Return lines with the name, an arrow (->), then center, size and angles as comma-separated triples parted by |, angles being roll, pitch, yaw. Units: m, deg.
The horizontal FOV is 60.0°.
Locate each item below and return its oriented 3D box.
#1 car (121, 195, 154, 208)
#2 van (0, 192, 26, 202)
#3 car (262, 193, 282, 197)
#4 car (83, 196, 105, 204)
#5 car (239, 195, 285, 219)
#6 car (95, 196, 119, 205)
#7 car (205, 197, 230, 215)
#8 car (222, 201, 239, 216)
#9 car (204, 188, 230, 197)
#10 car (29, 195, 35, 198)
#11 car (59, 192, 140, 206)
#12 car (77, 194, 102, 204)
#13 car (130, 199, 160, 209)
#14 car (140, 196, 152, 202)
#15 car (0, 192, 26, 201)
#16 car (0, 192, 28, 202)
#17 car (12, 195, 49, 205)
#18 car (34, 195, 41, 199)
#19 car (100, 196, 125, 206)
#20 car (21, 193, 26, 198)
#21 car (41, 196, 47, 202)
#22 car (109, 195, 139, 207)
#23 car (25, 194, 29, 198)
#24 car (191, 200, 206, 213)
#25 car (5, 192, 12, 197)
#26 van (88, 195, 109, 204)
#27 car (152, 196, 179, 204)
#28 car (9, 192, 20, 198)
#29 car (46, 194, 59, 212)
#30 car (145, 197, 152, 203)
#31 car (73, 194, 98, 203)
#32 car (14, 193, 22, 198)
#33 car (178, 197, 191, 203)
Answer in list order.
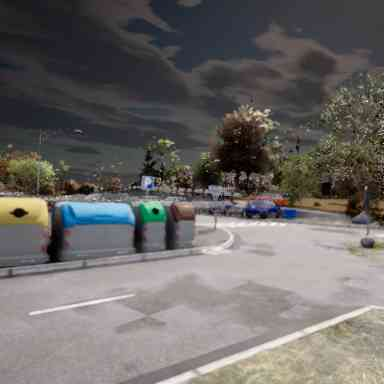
car -> -9.708, 1.751, 59.706 | 2.435, 2.045, 5.566 | 2, -2, 35
van -> -37.629, 1.053, 70.064 | 1.878, 1.987, 4.442 | 1, -1, 35
car -> 9.960, 0.872, 43.561 | 2.097, 1.767, 4.553 | 3, 2, -34
car -> -23.466, 1.879, 79.601 | 2.185, 1.767, 4.553 | 2, -2, 35
car -> 7.573, 1.753, 34.942 | 2.435, 2.045, 5.566 | 1, -2, 35
car -> -18.347, 1.877, 72.112 | 2.185, 1.767, 4.553 | 1, -2, 35
car -> 4.090, 1.876, 39.850 | 2.185, 1.767, 4.553 | 1, -2, 35
car -> 5.835, 2.004, 37.392 | 2.231, 1.521, 4.892 | 2, -2, 35
car -> 3.894, 0.122, 52.415 | 2.097, 1.767, 4.553 | 3, 2, -34
car -> -15.614, 1.283, 38.568 | 2.231, 1.521, 4.892 | 0, -1, 35
car -> -7.175, 1.030, 26.403 | 2.435, 2.045, 5.566 | 1, -1, 35
car -> -25.216, 1.750, 82.036 | 2.435, 2.045, 5.566 | 2, -2, 35
car -> -7.988, 2.004, 57.239 | 2.231, 1.521, 4.892 | 1, -2, 35
car -> -6.216, 1.754, 54.791 | 2.435, 2.045, 5.566 | 1, -2, 35
car -> -40.931, 1.029, 75.048 | 2.435, 2.045, 5.566 | 0, -1, 35
car -> -39.243, 1.030, 72.617 | 2.435, 2.045, 5.566 | 0, -1, 35
car -> -25.739, 1.313, 53.177 | 2.163, 1.488, 4.792 | 0, -1, 35
car -> -13.827, 1.284, 36.298 | 1.946, 1.575, 5.366 | 0, -1, 35
car -> -16.611, 1.877, 69.629 | 2.185, 1.767, 4.553 | 1, -3, 35
car -> -18.986, 1.283, 43.428 | 2.097, 1.535, 5.008 | 0, -1, 35
car -> -12.255, 1.156, 33.692 | 2.185, 1.767, 4.553 | 0, -1, 35
car -> -13.120, 1.755, 64.718 | 2.435, 2.045, 5.566 | 1, -2, 35
car -> -17.316, 1.311, 40.976 | 2.163, 1.488, 4.792 | 1, -1, 35
car -> 2.406, 1.879, 42.379 | 2.185, 1.767, 4.553 | 2, -2, 35
car -> -30.830, 1.157, 60.417 | 2.185, 1.767, 4.553 | 0, -1, 35
van -> -21.698, 1.784, 77.197 | 1.878, 1.987, 4.442 | 1, -2, 35
car -> -2.798, 1.751, 49.778 | 2.435, 2.045, 5.566 | 2, -2, 35
car -> -24.158, 1.275, 50.566 | 1.946, 1.575, 5.366 | 1, -1, 35
car -> -10.553, 1.283, 31.281 | 2.231, 1.521, 4.892 | 0, -1, 35
car -> -4.540, 2.032, 52.250 | 2.163, 1.488, 4.792 | 2, -2, 35
car -> -26.929, 1.751, 84.572 | 2.435, 2.045, 5.566 | 1, -2, 35
car -> -22.372, 1.283, 48.295 | 2.097, 1.535, 5.008 | 1, -1, 35
car -> 0.673, 1.879, 44.861 | 2.185, 1.767, 4.553 | 2, -2, 35
